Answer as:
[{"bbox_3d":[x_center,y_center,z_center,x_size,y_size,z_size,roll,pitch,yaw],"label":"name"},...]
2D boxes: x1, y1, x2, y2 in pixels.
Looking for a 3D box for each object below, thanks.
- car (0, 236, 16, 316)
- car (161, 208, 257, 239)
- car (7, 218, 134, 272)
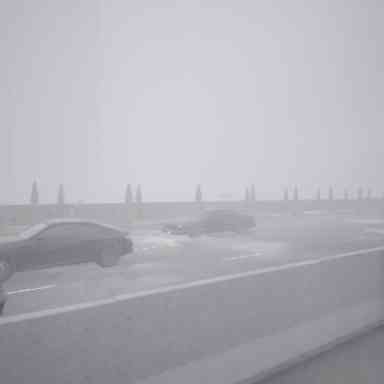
[{"bbox_3d":[-5.506,1.546,4.364,5.357,1.411,2.033,0,0,-35],"label":"car"},{"bbox_3d":[1.051,1.557,17.639,5.357,1.411,2.033,0,0,-35],"label":"car"},{"bbox_3d":[-3.995,1.528,9.741,4.674,1.442,1.812,0,0,-35],"label":"car"}]
